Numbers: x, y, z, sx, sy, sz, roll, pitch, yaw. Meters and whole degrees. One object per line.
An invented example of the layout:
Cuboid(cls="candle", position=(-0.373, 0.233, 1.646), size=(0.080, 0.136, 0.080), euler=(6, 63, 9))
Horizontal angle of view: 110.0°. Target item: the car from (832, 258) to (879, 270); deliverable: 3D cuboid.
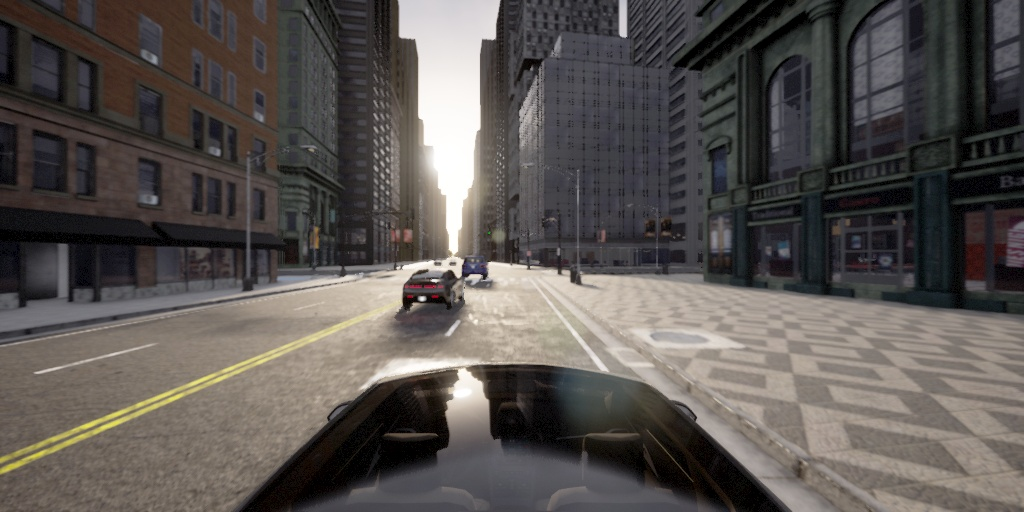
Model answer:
Cuboid(cls="car", position=(44.878, 1.044, 46.748), size=(4.553, 1.767, 2.097), euler=(0, 0, -9))

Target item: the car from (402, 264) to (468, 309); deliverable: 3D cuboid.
Cuboid(cls="car", position=(-3.161, 1.261, 15.033), size=(1.837, 1.490, 4.892), euler=(0, 0, 0))

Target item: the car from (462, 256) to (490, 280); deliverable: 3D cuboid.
Cuboid(cls="car", position=(-3.255, 0.985, 32.021), size=(2.150, 2.045, 5.566), euler=(0, 0, -1))

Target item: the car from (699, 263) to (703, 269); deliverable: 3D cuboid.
Cuboid(cls="car", position=(30.955, 1.207, 54.385), size=(5.008, 1.535, 1.882), euler=(0, 0, -9))
